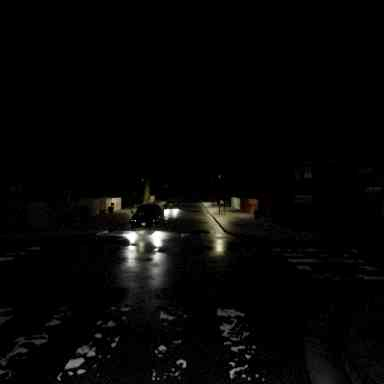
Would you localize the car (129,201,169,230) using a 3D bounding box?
[{"bbox_3d":[-2.766,1.570,21.397,1.837,1.490,4.892,0,0,0],"label":"car"}]

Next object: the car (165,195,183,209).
[{"bbox_3d":[-2.784,1.527,46.325,2.128,1.511,4.902,0,0,0],"label":"car"}]
